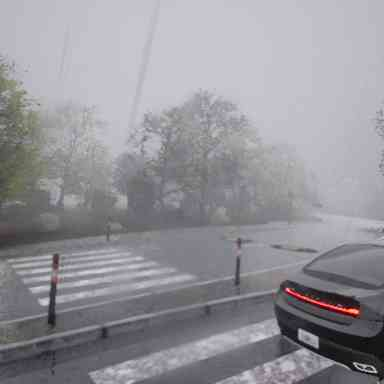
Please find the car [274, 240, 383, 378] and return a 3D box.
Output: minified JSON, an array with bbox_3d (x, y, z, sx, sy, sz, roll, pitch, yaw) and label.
[{"bbox_3d":[3.510,1.528,5.232,4.892,1.490,1.837,0,-1,-30],"label":"car"}]
